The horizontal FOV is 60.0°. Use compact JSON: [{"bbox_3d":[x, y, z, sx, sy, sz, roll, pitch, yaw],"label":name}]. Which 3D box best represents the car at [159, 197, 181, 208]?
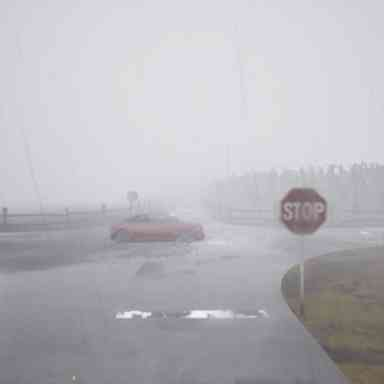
[{"bbox_3d":[-2.836,1.548,40.135,2.128,1.511,4.902,0,0,0],"label":"car"}]

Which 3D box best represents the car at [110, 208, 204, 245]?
[{"bbox_3d":[-1.537,1.589,15.033,4.181,1.385,1.994,0,0,0],"label":"car"}]
